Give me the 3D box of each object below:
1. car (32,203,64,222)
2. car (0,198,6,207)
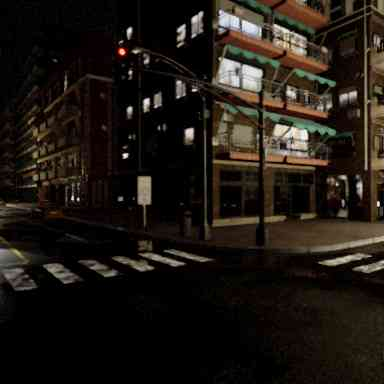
[{"bbox_3d":[-11.698,1.555,26.833,1.752,1.417,4.829,0,0,-36],"label":"car"},{"bbox_3d":[-31.505,1.637,54.445,1.752,1.417,4.829,0,0,-36],"label":"car"}]
